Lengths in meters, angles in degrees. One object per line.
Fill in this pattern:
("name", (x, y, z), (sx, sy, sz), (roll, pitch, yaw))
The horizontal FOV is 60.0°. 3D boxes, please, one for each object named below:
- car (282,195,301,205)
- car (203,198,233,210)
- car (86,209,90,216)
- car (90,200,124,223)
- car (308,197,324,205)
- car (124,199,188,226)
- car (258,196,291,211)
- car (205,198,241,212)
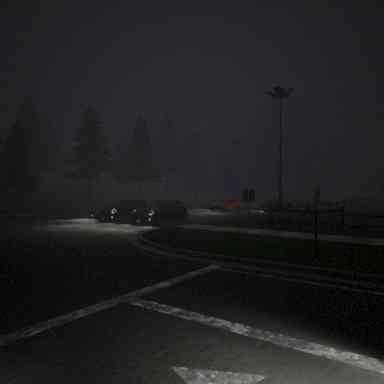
("car", (17.347, 1.565, 57.496), (1.994, 1.385, 4.181), (0, 0, 36))
("car", (3.505, 1.526, 44.002), (1.812, 1.442, 4.674), (0, 0, 35))
("car", (-6.712, 1.547, 29.488), (2.033, 1.411, 5.357), (0, 0, 35))
("car", (-5.122, 1.352, 25.662), (2.097, 1.767, 4.553), (0, 0, 35))
("car", (21.218, 1.547, 56.888), (1.812, 1.442, 4.674), (0, 0, 35))
("car", (-2.231, 1.352, 23.688), (2.097, 1.767, 4.553), (0, 0, 35))
("car", (9.979, 1.547, 41.064), (2.033, 1.411, 5.357), (0, 0, 35))
("car", (3.843, 1.478, 38.420), (1.882, 1.535, 5.008), (0, 0, 35))
